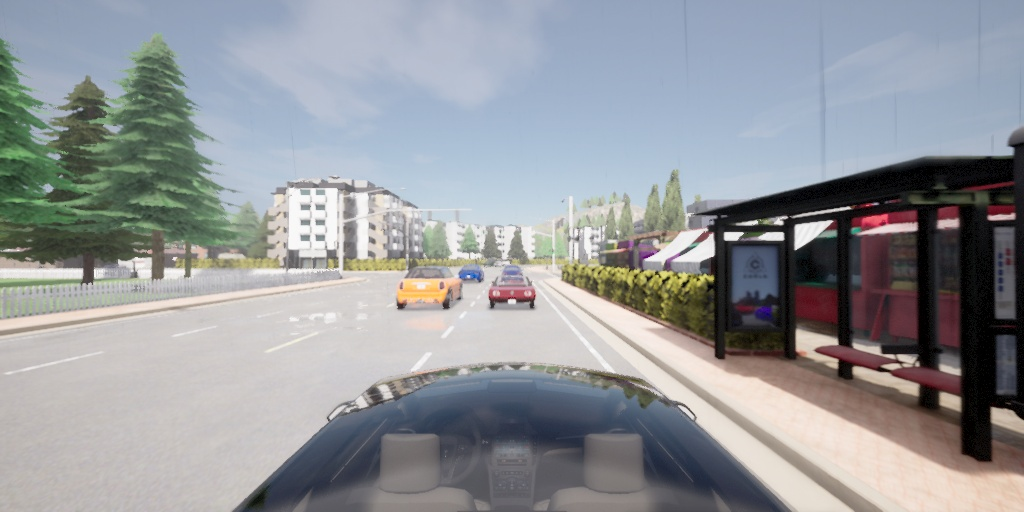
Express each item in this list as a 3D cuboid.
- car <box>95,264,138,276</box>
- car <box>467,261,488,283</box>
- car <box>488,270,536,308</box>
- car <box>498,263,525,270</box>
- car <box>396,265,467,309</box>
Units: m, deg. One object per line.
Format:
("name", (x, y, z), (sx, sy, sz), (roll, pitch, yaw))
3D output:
("car", (-47.660, 1.704, 43.237), (4.181, 1.385, 1.994), (0, -1, 2))
("car", (-3.478, 1.505, 31.344), (1.882, 1.535, 5.008), (0, 0, 0))
("car", (0.009, 1.484, 15.958), (1.895, 1.301, 4.718), (0, 0, 0))
("car", (0.092, 1.551, 31.228), (1.812, 1.442, 4.674), (0, 0, 3))
("car", (-3.490, 1.233, 15.940), (2.097, 1.767, 4.553), (0, -1, 0))
